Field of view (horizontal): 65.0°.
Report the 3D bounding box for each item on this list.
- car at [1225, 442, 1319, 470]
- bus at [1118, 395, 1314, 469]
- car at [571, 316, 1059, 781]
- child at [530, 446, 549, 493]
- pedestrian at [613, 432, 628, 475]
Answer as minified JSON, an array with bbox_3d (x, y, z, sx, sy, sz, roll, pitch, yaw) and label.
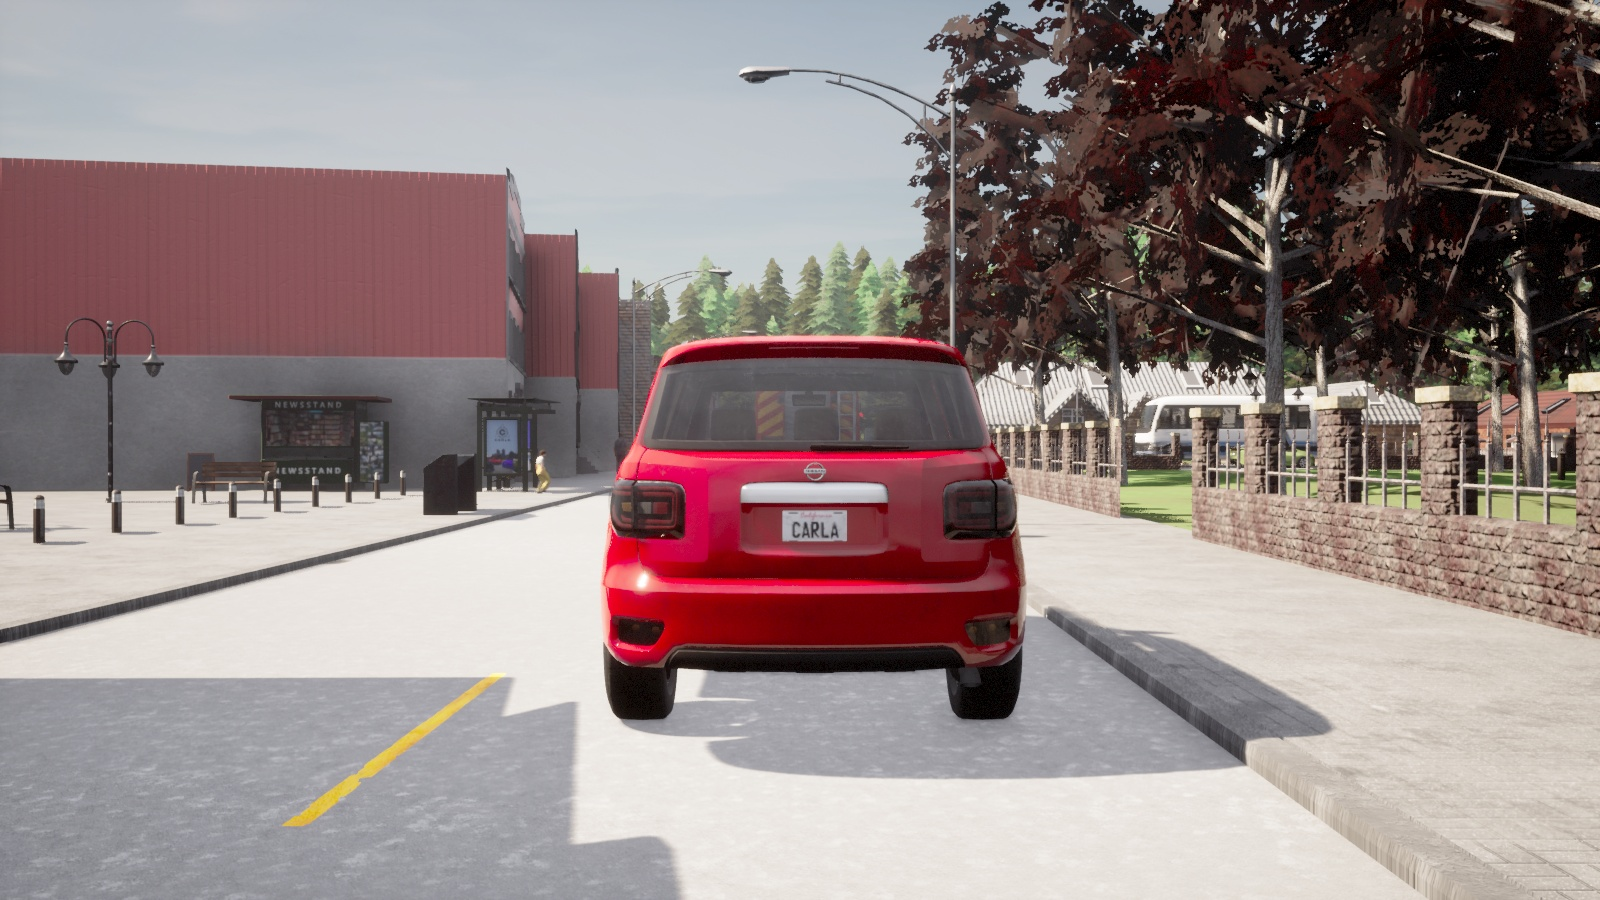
[{"bbox_3d":[26.317,0.319,70.087,4.514,1.525,2.007,0,0,-1],"label":"car"},{"bbox_3d":[24.440,-1.029,74.184,10.273,4.253,3.944,0,0,0],"label":"bus"},{"bbox_3d":[0.065,0.419,8.312,2.150,2.045,5.566,0,0,0],"label":"car"},{"bbox_3d":[-7.190,0.534,34.673,0.437,1.263,0.270,0,0,-44],"label":"child"},{"bbox_3d":[-7.791,0.142,54.477,0.540,1.848,0.694,0,0,3],"label":"pedestrian"}]
